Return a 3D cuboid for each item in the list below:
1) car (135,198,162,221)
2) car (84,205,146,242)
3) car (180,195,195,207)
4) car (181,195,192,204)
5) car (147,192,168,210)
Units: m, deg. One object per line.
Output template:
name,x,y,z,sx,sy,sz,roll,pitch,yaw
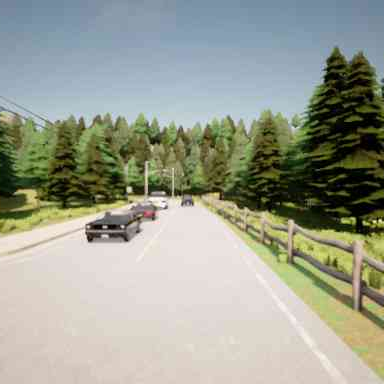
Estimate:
car,-3.671,1.434,25.713,1.994,1.385,4.181,0,0,-1
car,-3.612,1.517,16.001,1.895,1.301,4.718,0,0,0
car,-0.644,1.302,47.710,1.812,1.442,4.674,0,0,-2
car,-0.929,1.232,58.008,1.837,1.490,4.892,0,0,-2
car,-4.006,1.031,39.681,2.150,2.045,5.566,0,1,-1
